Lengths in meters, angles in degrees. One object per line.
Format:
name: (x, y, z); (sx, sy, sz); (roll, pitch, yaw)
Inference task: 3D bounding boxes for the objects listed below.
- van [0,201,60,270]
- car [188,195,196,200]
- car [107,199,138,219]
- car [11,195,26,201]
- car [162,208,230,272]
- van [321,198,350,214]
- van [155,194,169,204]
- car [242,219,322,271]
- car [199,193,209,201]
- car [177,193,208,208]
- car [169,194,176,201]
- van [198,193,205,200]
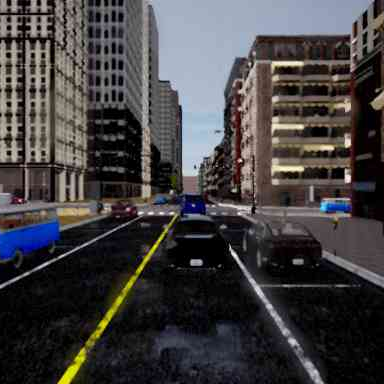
van: (-5.689, 1.317, 10.617); (1.690, 1.788, 3.998); (0, 0, 0)
car: (0.018, 1.388, 89.532); (1.994, 1.385, 4.181); (0, 0, 0)
car: (-5.687, 1.382, 27.563); (1.967, 1.590, 4.097); (0, 0, 0)
car: (-21.125, 0.990, 38.347); (4.097, 1.590, 1.967); (1, -1, 0)
car: (0.102, 1.482, 10.666); (1.837, 1.490, 4.892); (0, 0, 0)
van: (16.936, 1.624, 38.293); (3.998, 1.788, 1.690); (1, -1, 0)
van: (-5.681, 1.225, 60.037); (1.690, 1.788, 3.998); (0, 0, 0)
car: (2.692, 1.527, 10.616); (2.008, 1.369, 4.403); (0, 0, 0)
car: (2.701, 1.175, 76.690); (2.192, 1.841, 5.009); (0, 0, 0)
car: (0.007, 1.161, 29.238); (2.150, 2.045, 5.566); (0, 0, -2)
car: (-5.678, 1.378, 82.071); (1.752, 1.417, 4.829); (0, 0, 0)
van: (2.704, 1.179, 93.343); (1.690, 1.788, 3.998); (0, 0, 0)
